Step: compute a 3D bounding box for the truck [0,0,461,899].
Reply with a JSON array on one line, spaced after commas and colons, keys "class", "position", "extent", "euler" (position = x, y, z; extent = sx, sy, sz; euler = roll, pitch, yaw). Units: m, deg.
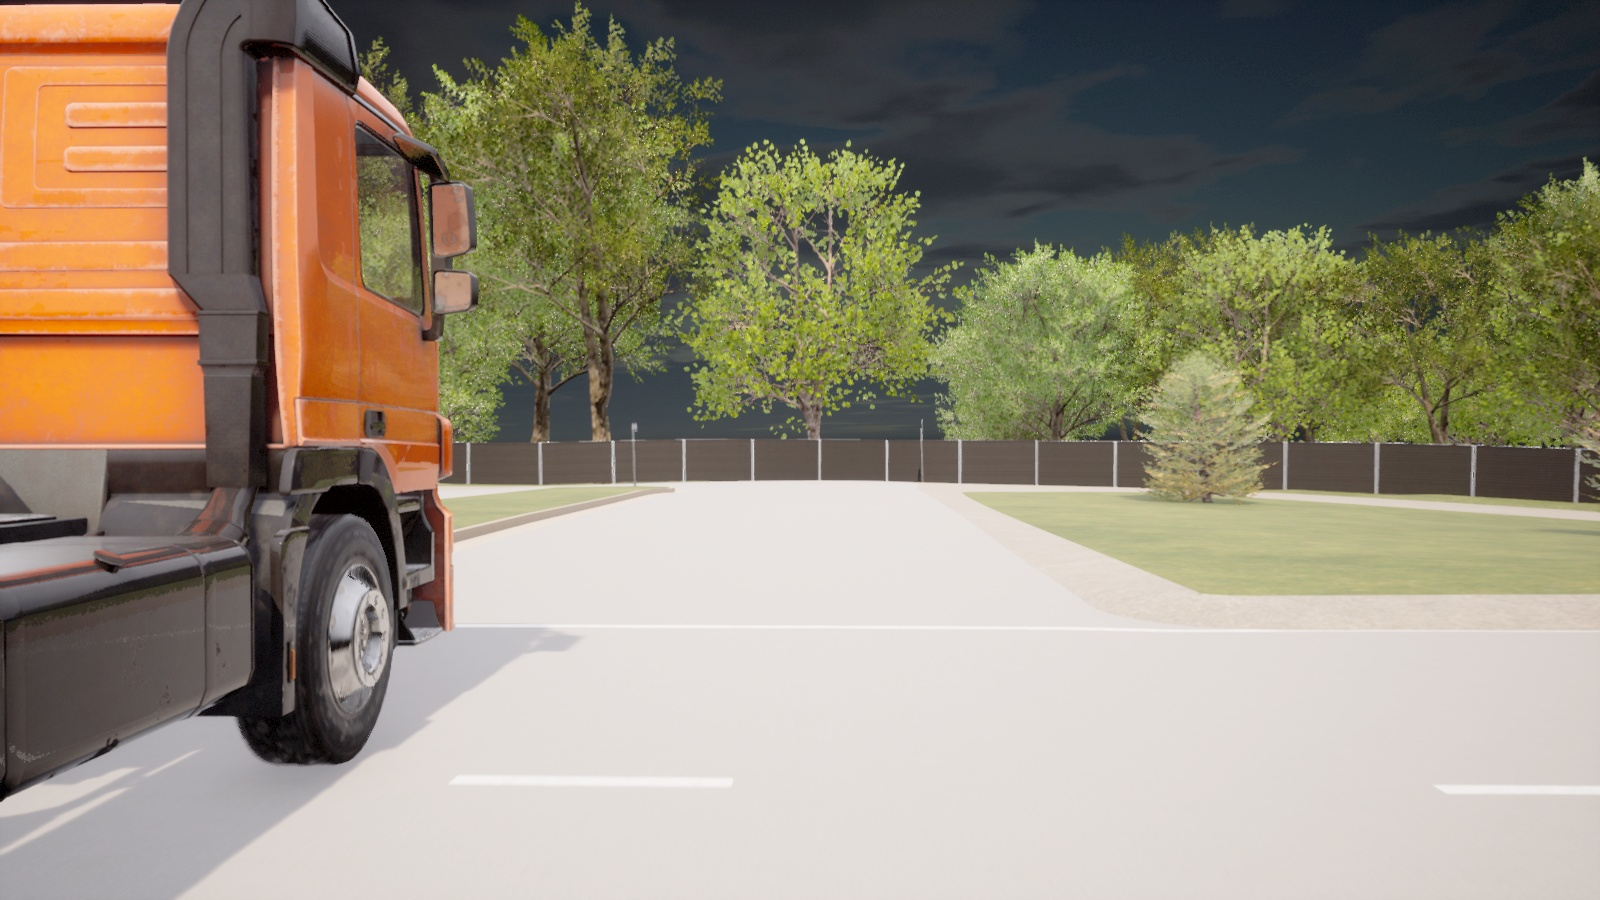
[{"class": "truck", "position": [-3.499, -0.265, 3.504], "extent": [2.891, 3.462, 7.936], "euler": [0, 1, 0]}]
